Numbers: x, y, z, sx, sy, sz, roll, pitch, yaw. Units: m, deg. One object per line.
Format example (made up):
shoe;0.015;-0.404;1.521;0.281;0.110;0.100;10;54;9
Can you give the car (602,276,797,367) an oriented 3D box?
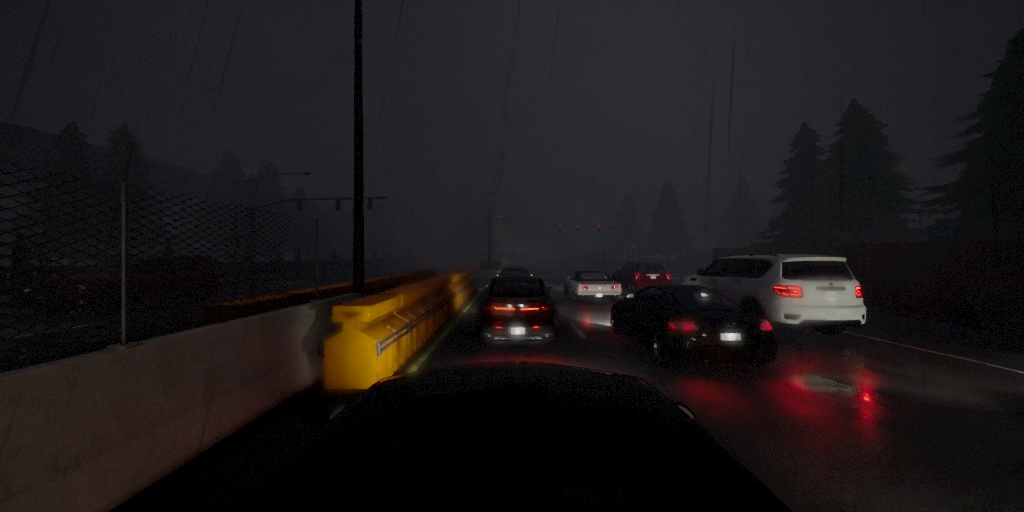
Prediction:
car;3.626;1.314;7.970;1.994;1.385;4.181;0;0;-1

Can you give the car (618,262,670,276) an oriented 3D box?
car;7.152;1.102;20.255;2.097;1.767;4.553;0;0;0

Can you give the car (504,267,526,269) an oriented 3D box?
car;0.147;1.297;19.118;2.033;1.411;5.357;0;0;0

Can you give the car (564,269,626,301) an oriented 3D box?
car;3.643;1.351;17.152;1.895;1.301;4.718;0;0;0

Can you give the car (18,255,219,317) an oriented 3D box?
car;-14.004;0.973;13.460;2.150;2.045;5.566;0;0;1

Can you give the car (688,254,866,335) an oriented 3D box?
car;7.126;0.971;10.669;2.150;2.045;5.566;0;0;0

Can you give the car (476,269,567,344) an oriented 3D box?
car;0.122;1.255;9.601;1.837;1.490;4.892;0;0;0
